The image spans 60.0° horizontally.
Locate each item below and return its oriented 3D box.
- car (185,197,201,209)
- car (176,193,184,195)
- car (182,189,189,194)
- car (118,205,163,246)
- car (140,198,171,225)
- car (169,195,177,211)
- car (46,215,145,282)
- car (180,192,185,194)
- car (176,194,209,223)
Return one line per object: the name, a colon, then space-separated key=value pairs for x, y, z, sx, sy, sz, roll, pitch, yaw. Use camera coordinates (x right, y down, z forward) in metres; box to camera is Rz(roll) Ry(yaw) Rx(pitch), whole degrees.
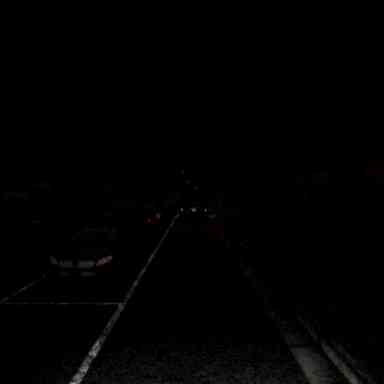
car: x=0.141 y=1.340 z=41.945 sx=1.895 sy=1.301 sz=4.718 roll=0 pitch=1 yaw=0
car: x=-2.581 y=1.201 z=48.322 sx=1.887 sy=1.381 sz=4.507 roll=1 pitch=1 yaw=0
car: x=-2.538 y=0.500 z=86.487 sx=2.008 sy=1.369 sz=4.403 roll=1 pitch=1 yaw=0
car: x=-2.620 y=1.509 z=15.104 sx=1.947 sy=1.339 sz=4.313 roll=0 pitch=0 yaw=0
car: x=-2.614 y=1.357 z=20.637 sx=1.967 sy=1.590 sz=4.097 roll=0 pitch=0 yaw=0
car: x=-2.594 y=1.343 z=37.250 sx=2.008 sy=1.369 sz=4.403 roll=1 pitch=1 yaw=0
car: x=-2.626 y=1.551 z=9.571 sx=1.802 sy=1.307 sz=4.206 roll=0 pitch=0 yaw=0
car: x=-2.574 y=1.117 z=53.856 sx=1.887 sy=1.381 sz=4.507 roll=1 pitch=1 yaw=0
car: x=0.122 y=1.247 z=24.510 sx=2.097 sy=1.767 sz=4.553 roll=0 pitch=0 yaw=0
